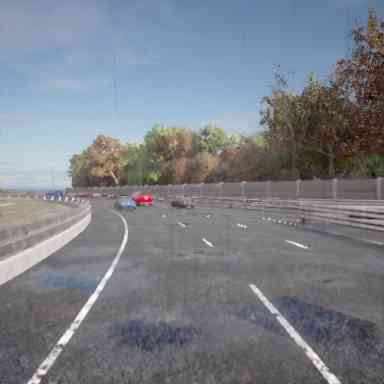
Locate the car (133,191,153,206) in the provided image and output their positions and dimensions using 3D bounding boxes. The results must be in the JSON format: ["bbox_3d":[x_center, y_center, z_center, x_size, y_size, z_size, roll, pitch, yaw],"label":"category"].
[{"bbox_3d":[-7.124,0.931,45.887,2.150,2.045,5.566,0,0,-25],"label":"car"}]

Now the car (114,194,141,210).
[{"bbox_3d":[-7.891,1.306,38.863,2.033,1.411,5.357,0,0,-22],"label":"car"}]

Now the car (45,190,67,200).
[{"bbox_3d":[-30.406,0.638,73.236,5.566,2.045,2.150,0,1,43],"label":"car"}]

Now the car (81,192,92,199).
[{"bbox_3d":[-25.361,0.841,78.093,5.008,1.535,1.882,0,1,43],"label":"car"}]

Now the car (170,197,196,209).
[{"bbox_3d":[-1.167,1.270,40.859,2.033,1.411,5.357,0,0,-21],"label":"car"}]

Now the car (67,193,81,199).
[{"bbox_3d":[-27.894,0.983,75.677,4.718,1.301,1.895,0,1,43],"label":"car"}]
